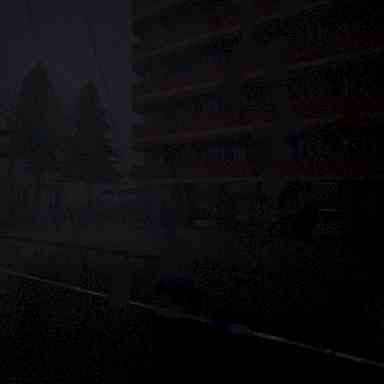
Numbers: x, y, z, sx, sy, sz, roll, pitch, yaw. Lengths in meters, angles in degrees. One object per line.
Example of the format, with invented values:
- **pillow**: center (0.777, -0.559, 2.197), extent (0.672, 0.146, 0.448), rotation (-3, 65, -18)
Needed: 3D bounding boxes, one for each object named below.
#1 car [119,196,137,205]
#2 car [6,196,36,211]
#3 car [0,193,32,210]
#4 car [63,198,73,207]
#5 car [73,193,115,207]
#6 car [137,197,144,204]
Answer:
- **car**: center (-10.426, 1.470, 57.883), extent (4.674, 1.442, 1.812), rotation (0, 0, -45)
- **car**: center (-19.332, 1.545, 40.262), extent (1.895, 1.301, 4.718), rotation (0, 0, 34)
- **car**: center (-22.618, 1.166, 41.639), extent (2.150, 2.045, 5.566), rotation (0, 0, 34)
- **car**: center (-17.174, 1.470, 49.521), extent (1.812, 1.442, 4.674), rotation (0, 0, 36)
- **car**: center (-13.830, 1.166, 48.315), extent (2.150, 2.045, 5.566), rotation (0, 0, 36)
- **car**: center (-6.214, 1.492, 57.240), extent (5.357, 1.411, 2.033), rotation (0, 0, -42)
